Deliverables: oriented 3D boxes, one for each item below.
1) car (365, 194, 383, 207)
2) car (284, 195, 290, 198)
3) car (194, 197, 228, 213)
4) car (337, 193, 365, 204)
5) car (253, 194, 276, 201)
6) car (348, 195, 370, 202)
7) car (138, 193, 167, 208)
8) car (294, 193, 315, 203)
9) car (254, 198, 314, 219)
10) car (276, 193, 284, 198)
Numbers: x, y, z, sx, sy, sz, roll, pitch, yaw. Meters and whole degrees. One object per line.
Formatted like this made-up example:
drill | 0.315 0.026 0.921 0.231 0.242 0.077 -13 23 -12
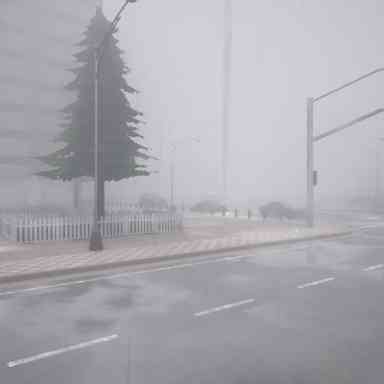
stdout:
car | 26.666 1.153 45.067 1.932 1.855 4.605 0 0 -36
car | 21.510 1.153 81.413 1.932 1.855 4.605 0 0 -36
car | 2.037 1.564 37.088 1.994 1.385 4.181 0 0 -36
car | 34.786 1.153 72.389 1.932 1.855 4.605 0 0 -36
car | 17.002 1.395 78.128 1.970 1.475 3.806 0 0 -36
car | 37.180 1.363 74.022 1.784 1.438 3.905 0 0 -36
car | -5.706 1.220 47.859 2.150 2.045 5.566 0 0 -35
car | 21.093 1.395 62.488 1.970 1.475 3.806 0 0 -36
car | 7.879 1.526 29.015 1.812 1.442 4.674 0 0 -34
car | 19.357 1.364 79.811 1.784 1.438 3.905 0 0 -36
